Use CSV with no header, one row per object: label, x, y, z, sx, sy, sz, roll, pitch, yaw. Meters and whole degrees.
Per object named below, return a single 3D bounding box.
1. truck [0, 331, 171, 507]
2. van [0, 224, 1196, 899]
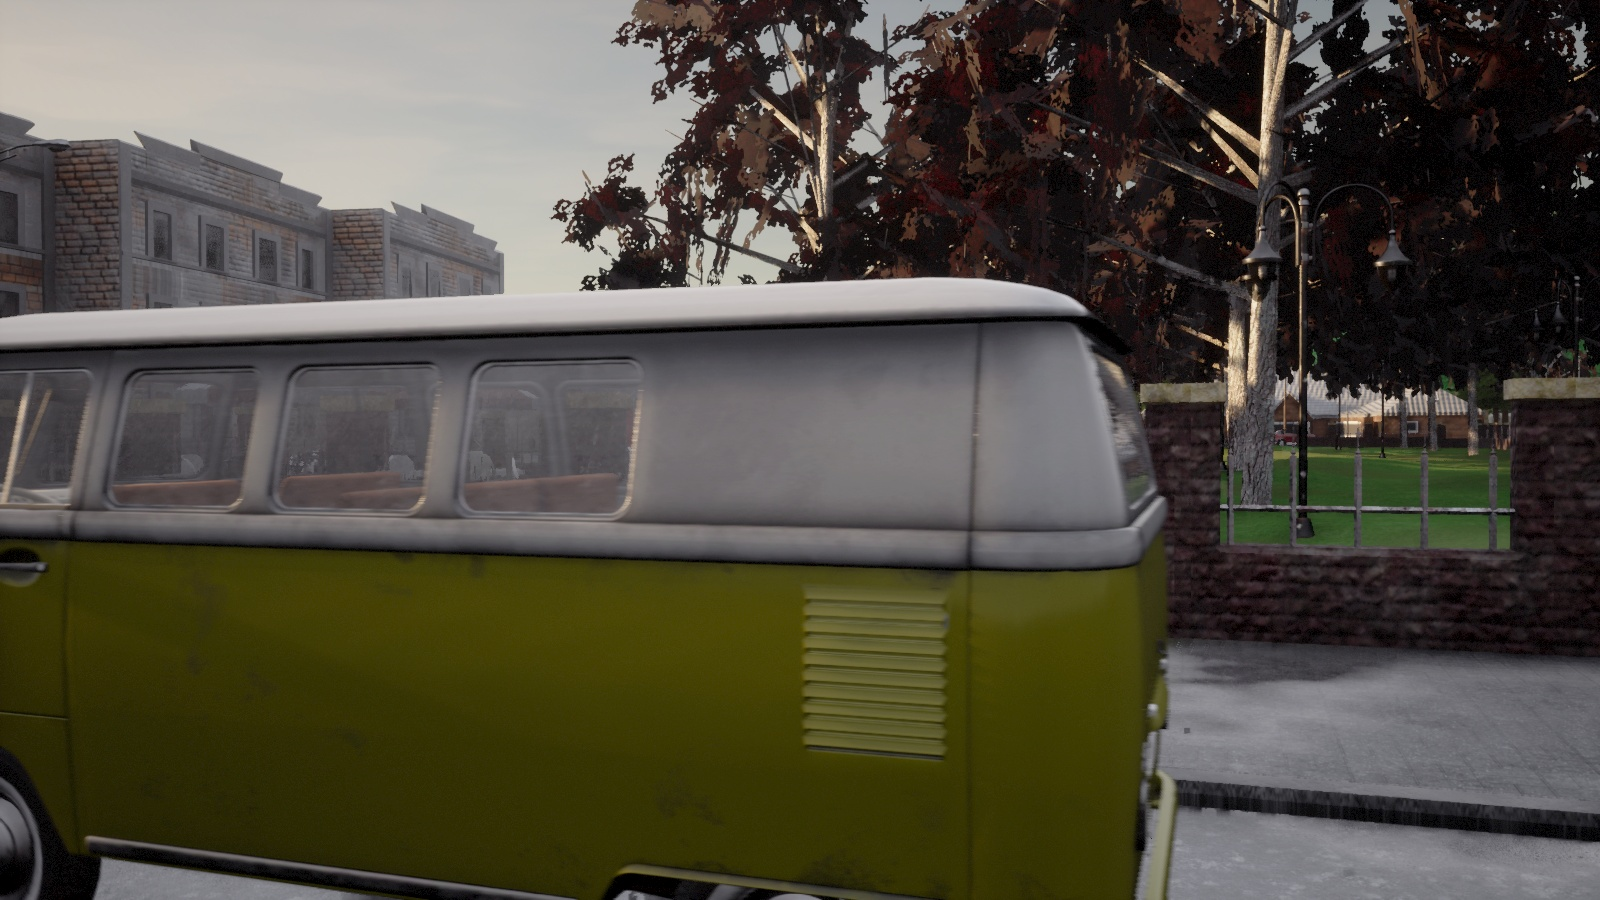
truck,-17.098,-0.631,25.537,2.891,3.462,7.936,1,1,19
van,-1.070,0.510,4.078,4.442,1.987,1.775,1,1,19
